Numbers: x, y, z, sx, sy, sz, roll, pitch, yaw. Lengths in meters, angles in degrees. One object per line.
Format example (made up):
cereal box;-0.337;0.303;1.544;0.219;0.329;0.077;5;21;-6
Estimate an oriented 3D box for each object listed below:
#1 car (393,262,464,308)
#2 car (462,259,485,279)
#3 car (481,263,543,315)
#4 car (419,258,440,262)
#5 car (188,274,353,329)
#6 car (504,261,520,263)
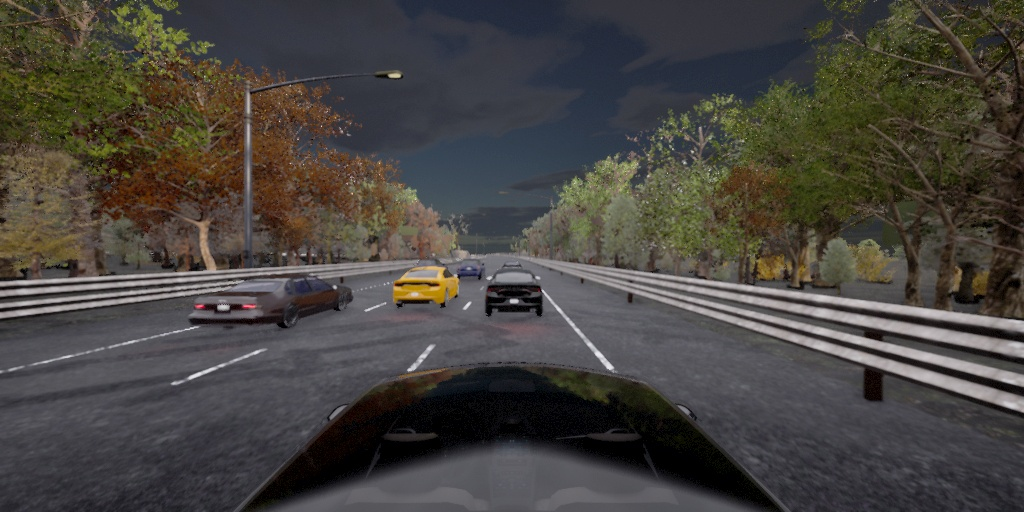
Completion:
car;-3.435;1.199;15.140;1.882;1.535;5.008;0;0;0
car;-3.482;1.037;31.049;2.097;1.767;4.553;0;0;0
car;0.066;1.202;13.375;1.882;1.535;5.008;0;1;0
car;-6.981;1.037;31.042;2.097;1.767;4.553;0;0;0
car;-6.932;1.278;11.122;2.033;1.411;5.357;0;0;0
car;0.018;1.175;31.290;2.128;1.511;4.902;0;0;0
